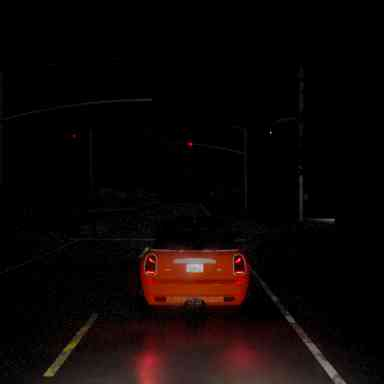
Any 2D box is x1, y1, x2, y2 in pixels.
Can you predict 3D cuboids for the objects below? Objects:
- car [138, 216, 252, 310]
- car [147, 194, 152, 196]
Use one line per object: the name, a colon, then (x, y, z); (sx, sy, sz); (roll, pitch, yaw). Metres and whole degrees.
car: (0.058, 1.351, 7.954); (2.097, 1.767, 4.553); (0, 0, 0)
car: (-11.131, 1.345, 76.857); (4.553, 1.767, 2.097); (0, 0, 24)
